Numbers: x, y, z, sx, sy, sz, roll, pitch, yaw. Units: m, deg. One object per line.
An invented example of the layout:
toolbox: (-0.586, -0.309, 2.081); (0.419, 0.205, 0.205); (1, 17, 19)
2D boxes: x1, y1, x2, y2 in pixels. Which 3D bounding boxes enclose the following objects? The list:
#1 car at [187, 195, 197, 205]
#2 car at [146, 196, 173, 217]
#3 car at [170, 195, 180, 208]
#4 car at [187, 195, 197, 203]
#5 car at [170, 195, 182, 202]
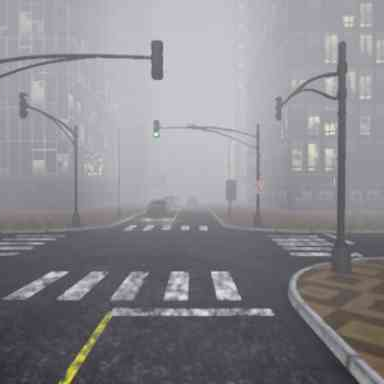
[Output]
car: (0.017, 1.466, 58.014); (2.033, 1.411, 5.357); (0, 0, 0)
car: (-3.085, 1.424, 30.928); (1.882, 1.535, 5.008); (0, 0, 0)
car: (-3.068, 1.281, 46.037); (2.097, 1.767, 4.553); (0, 0, 0)
car: (0.020, 1.415, 68.432); (2.128, 1.511, 4.902); (0, 0, 0)
car: (-2.982, 1.229, 62.585); (1.895, 1.301, 4.718); (0, 0, 0)
